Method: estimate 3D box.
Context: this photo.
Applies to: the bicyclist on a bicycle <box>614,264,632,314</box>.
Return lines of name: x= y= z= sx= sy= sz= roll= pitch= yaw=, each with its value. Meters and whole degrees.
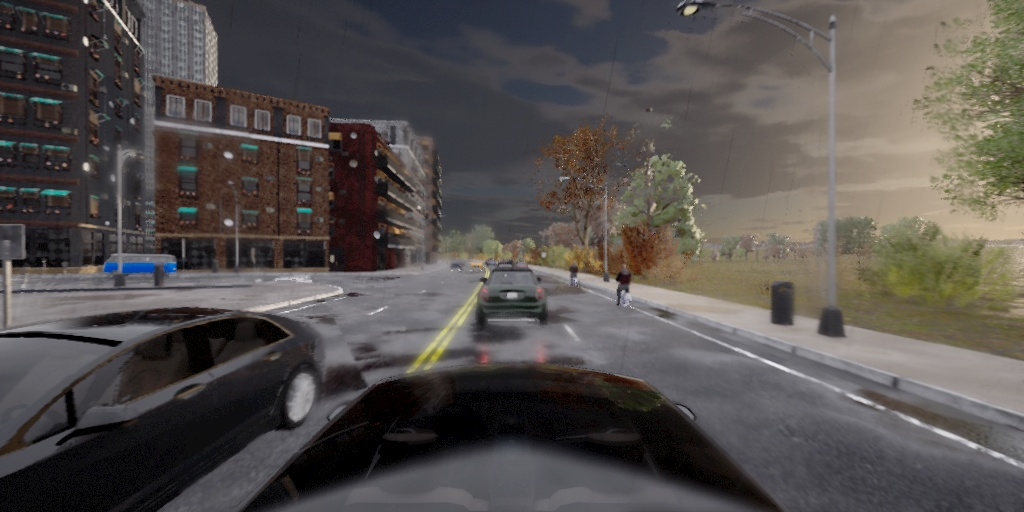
bicyclist on a bicycle: x=4.019 y=1.155 z=13.062 sx=0.659 sy=1.776 sz=1.843 roll=0 pitch=0 yaw=-1

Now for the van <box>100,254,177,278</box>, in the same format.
van: x=-28.219 y=0.750 z=27.332 sx=3.998 sy=1.789 sz=1.690 roll=0 pitch=0 yaw=-31

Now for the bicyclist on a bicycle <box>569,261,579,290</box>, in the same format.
bicyclist on a bicycle: x=3.800 y=1.184 z=22.135 sx=0.659 sy=1.776 sz=1.843 roll=0 pitch=0 yaw=-2

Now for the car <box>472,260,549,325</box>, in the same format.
car: x=-0.017 y=1.137 z=12.199 sx=2.097 sy=1.767 sz=4.553 roll=0 pitch=0 yaw=-1

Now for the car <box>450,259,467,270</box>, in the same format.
car: x=-8.991 y=1.485 z=58.636 sx=2.033 sy=1.411 sz=5.357 roll=0 pitch=0 yaw=-4

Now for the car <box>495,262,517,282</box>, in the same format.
car: x=-0.617 y=1.354 z=31.832 sx=1.837 sy=1.490 sz=4.892 roll=0 pitch=0 yaw=-3

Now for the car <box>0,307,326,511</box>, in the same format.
car: x=-3.365 y=1.263 z=2.821 sx=1.837 sy=1.490 sz=4.892 roll=0 pitch=-1 yaw=0

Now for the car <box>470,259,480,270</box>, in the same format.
car: x=-5.775 y=1.412 z=59.000 sx=1.882 sy=1.535 sz=5.008 roll=0 pitch=0 yaw=-4
